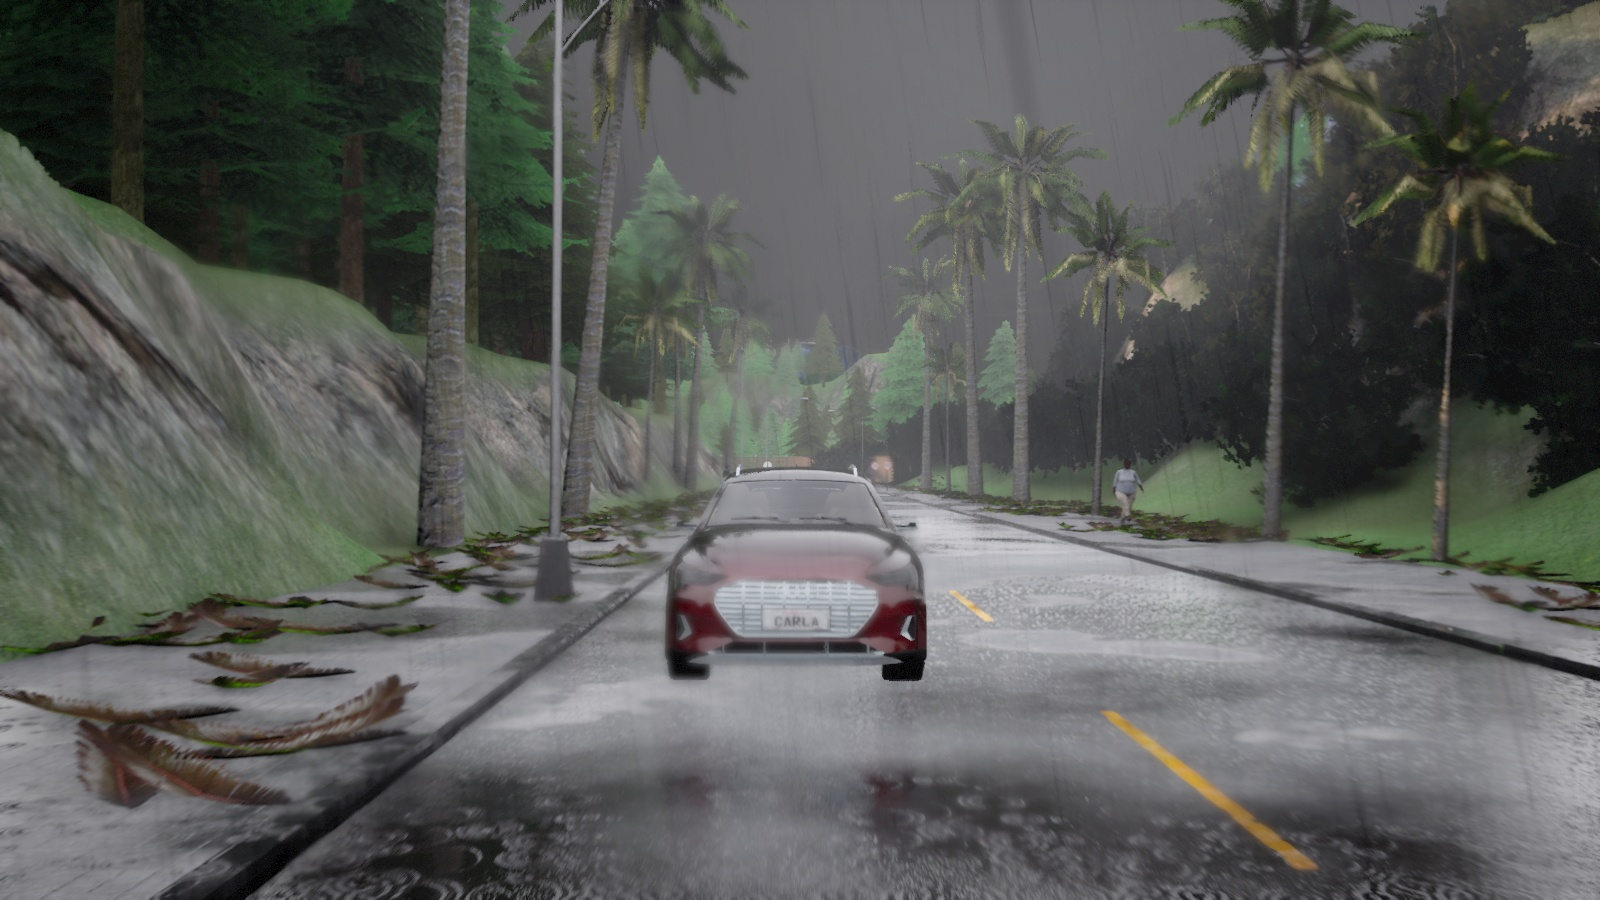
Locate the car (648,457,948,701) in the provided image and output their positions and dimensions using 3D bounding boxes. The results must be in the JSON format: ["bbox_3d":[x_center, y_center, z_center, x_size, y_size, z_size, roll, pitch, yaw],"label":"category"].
[{"bbox_3d":[-0.024,0.930,10.968,2.033,1.649,4.856,0,-1,0],"label":"car"}]

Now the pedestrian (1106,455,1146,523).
[{"bbox_3d":[9.002,1.064,34.694,0.874,1.855,0.900,0,-1,0],"label":"pedestrian"}]
